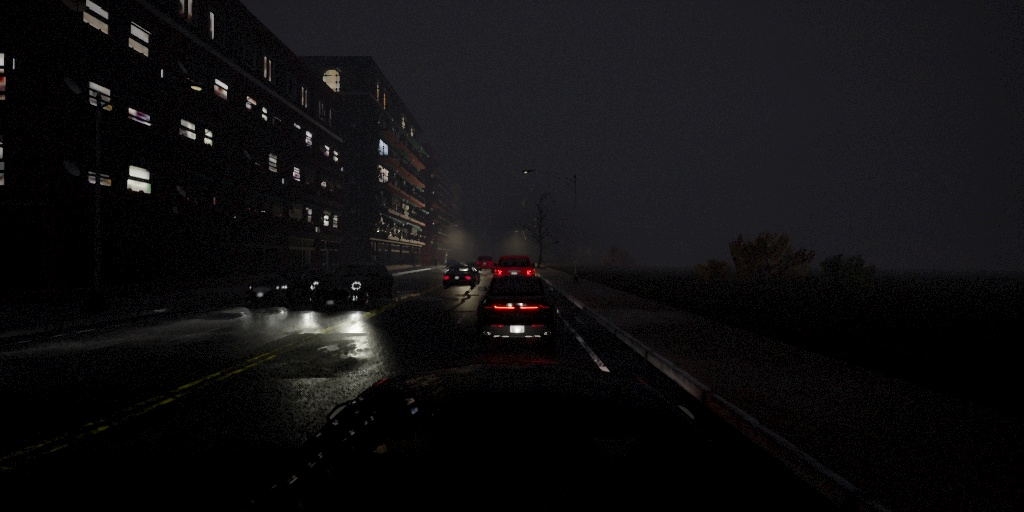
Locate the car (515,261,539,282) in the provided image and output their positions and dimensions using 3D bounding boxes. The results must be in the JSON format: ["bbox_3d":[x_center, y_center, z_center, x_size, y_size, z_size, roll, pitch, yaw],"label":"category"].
[{"bbox_3d":[1.163,1.209,30.551,1.801,1.575,5.366,0,0,0],"label":"car"}]

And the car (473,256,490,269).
[{"bbox_3d":[-3.114,0.971,43.772,2.150,2.045,5.566,0,-1,0],"label":"car"}]

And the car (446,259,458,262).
[{"bbox_3d":[-9.782,1.277,59.278,1.812,1.442,4.674,0,0,0],"label":"car"}]

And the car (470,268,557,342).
[{"bbox_3d":[0.109,1.256,9.796,1.837,1.490,4.892,0,0,0],"label":"car"}]

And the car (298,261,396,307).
[{"bbox_3d":[-6.588,1.104,15.248,2.097,1.767,4.553,0,0,0],"label":"car"}]

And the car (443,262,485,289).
[{"bbox_3d":[-3.129,1.301,22.979,2.033,1.411,5.357,0,0,0],"label":"car"}]

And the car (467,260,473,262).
[{"bbox_3d":[-6.542,1.353,57.246,1.895,1.301,4.718,0,0,0],"label":"car"}]

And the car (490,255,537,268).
[{"bbox_3d":[0.116,0.974,20.143,2.150,2.045,5.566,0,0,0],"label":"car"}]

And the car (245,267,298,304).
[{"bbox_3d":[-9.837,1.244,16.461,2.128,1.511,4.902,0,0,0],"label":"car"}]
